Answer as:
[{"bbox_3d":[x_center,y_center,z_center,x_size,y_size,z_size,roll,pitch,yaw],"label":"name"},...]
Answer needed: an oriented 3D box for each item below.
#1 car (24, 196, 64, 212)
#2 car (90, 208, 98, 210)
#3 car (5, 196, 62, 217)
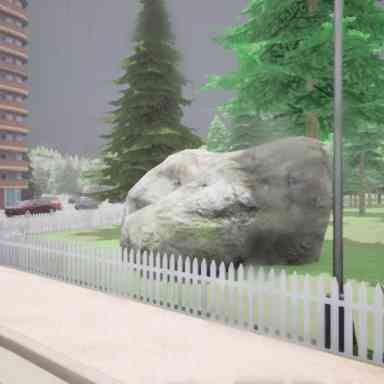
[{"bbox_3d":[-16.522,1.292,37.471,2.097,1.767,4.553,0,0,5],"label":"car"},{"bbox_3d":[-12.801,1.499,40.603,1.994,1.385,4.181,0,0,0],"label":"car"},{"bbox_3d":[-14.519,1.416,30.237,1.882,1.535,5.008,0,0,15],"label":"car"}]
